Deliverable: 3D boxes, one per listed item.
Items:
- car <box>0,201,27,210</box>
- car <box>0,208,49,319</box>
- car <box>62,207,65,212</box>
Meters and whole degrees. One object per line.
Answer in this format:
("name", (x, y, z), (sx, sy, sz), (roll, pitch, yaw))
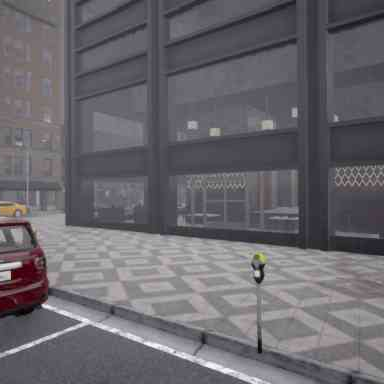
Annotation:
("car", (-18.209, 1.641, 31.156), (1.882, 1.535, 5.008), (-1, -1, 36))
("car", (-4.718, 1.317, 6.230), (5.009, 1.841, 2.192), (0, -1, 36))
("car", (-12.436, 1.794, 39.139), (2.033, 1.411, 5.357), (-1, -1, 35))
